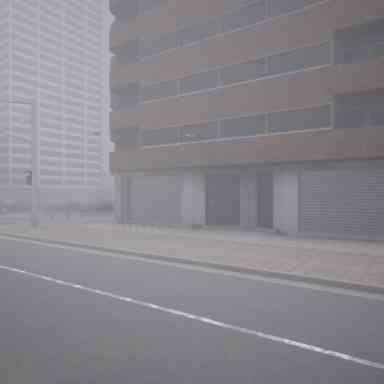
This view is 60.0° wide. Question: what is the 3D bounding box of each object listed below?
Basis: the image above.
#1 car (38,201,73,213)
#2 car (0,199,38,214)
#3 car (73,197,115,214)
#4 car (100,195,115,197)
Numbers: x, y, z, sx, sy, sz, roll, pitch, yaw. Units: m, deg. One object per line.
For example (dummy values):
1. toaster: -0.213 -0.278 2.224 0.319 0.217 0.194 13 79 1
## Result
1. car: -13.907 1.601 36.478 1.895 1.301 4.718 0 0 35
2. car: -18.771 1.477 35.614 1.882 1.535 5.008 0 0 35
3. car: -9.723 1.547 35.989 2.033 1.411 5.357 0 0 35
4. car: -12.816 1.505 44.169 1.837 1.490 4.892 0 0 35
